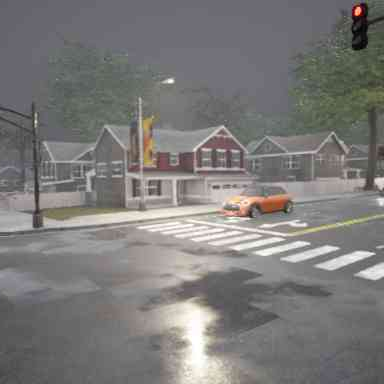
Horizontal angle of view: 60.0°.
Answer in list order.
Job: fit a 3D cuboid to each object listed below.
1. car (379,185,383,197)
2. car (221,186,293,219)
[{"bbox_3d":[19.898,-0.474,31.970,4.553,1.767,2.097,-3,3,-38],"label":"car"},{"bbox_3d":[3.806,0.474,19.276,4.553,1.767,2.097,-3,3,-38],"label":"car"}]
